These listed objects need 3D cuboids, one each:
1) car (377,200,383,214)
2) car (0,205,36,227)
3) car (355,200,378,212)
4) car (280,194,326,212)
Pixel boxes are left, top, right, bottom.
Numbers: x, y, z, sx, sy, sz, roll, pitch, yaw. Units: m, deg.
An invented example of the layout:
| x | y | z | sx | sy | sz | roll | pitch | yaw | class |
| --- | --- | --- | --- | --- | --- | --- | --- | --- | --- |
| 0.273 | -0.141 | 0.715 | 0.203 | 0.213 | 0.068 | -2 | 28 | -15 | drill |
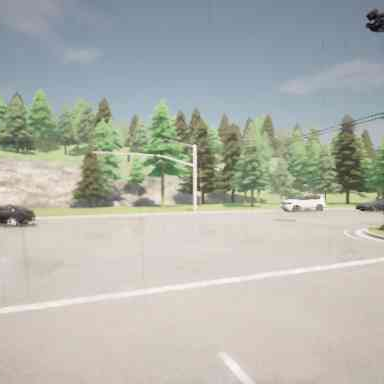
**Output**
| x | y | z | sx | sy | sz | roll | pitch | yaw | class |
| --- | --- | --- | --- | --- | --- | --- | --- | --- | --- |
| 19.815 | 1.579 | 30.761 | 4.181 | 1.385 | 1.994 | 0 | 0 | -19 | car |
| -13.780 | 1.689 | 23.654 | 4.892 | 1.490 | 1.837 | 0 | -1 | -3 | car |
| 21.734 | 1.586 | 38.816 | 5.357 | 1.411 | 2.033 | 0 | 0 | -19 | car |
| 13.190 | 1.314 | 39.547 | 5.566 | 2.045 | 2.150 | 0 | 0 | -20 | car |
